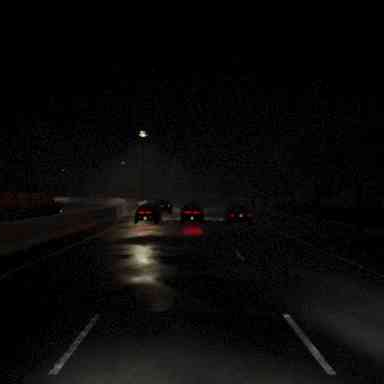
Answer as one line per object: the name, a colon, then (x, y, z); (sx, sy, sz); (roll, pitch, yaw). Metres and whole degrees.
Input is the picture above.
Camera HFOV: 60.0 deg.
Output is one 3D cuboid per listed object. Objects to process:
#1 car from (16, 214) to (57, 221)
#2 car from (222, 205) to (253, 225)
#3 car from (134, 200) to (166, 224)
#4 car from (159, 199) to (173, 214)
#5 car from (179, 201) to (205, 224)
car: (-10.527, 1.686, 23.511); (1.837, 1.490, 4.892); (0, 0, 0)
car: (3.507, 1.750, 26.275); (2.033, 1.411, 5.357); (0, 0, 0)
car: (-3.485, 1.714, 27.165); (1.837, 1.490, 4.892); (0, 0, 0)
car: (-3.448, 1.663, 40.643); (2.097, 1.767, 4.553); (0, 0, 1)
car: (0.016, 1.713, 27.170); (1.837, 1.490, 4.892); (0, -1, 0)
